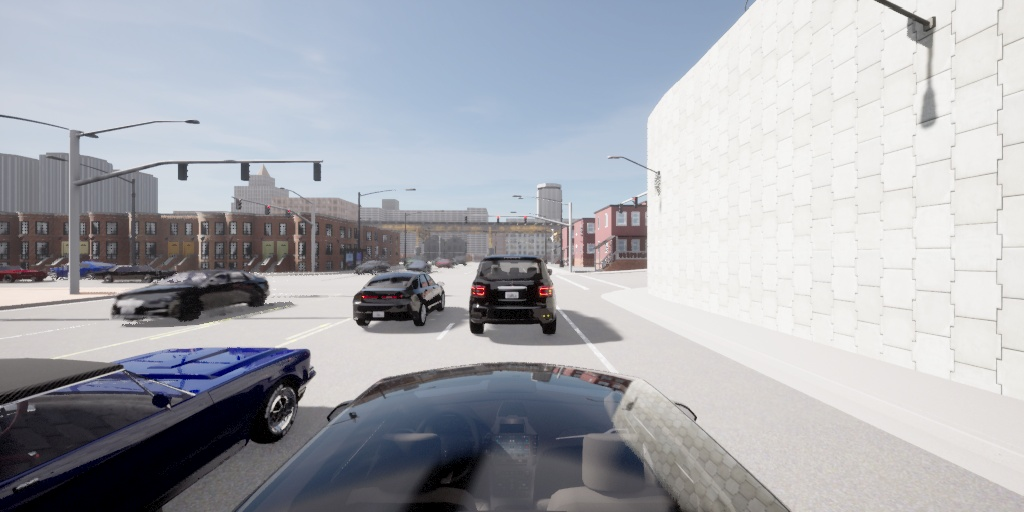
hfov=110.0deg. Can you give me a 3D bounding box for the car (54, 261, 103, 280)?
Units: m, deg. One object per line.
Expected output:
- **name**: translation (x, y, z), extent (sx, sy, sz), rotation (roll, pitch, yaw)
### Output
- **car**: translation (-36.530, 1.227, 30.719), extent (5.008, 1.535, 1.882), rotation (0, 0, 0)

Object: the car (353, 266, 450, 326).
- **car**: translation (-3.422, 1.255, 11.624), extent (1.837, 1.490, 4.892), rotation (0, 0, 0)

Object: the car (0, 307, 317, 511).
- **car**: translation (-3.397, 1.351, 2.370), extent (1.895, 1.301, 4.718), rotation (0, 0, 0)

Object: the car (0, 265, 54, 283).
- **car**: translation (-38.295, 1.351, 27.045), extent (4.718, 1.301, 1.895), rotation (0, 0, 0)

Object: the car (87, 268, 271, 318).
- **car**: translation (-10.602, 1.241, 12.348), extent (2.128, 1.511, 4.902), rotation (0, 0, 0)

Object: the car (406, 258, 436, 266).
- **car**: translation (-10.608, 1.297, 41.320), extent (2.033, 1.411, 5.357), rotation (0, 0, 0)

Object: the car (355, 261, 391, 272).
- **car**: translation (-14.678, 1.256, 38.088), extent (1.837, 1.490, 4.892), rotation (0, 0, 9)

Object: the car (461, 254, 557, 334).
- **car**: translation (0.062, 0.971, 10.734), extent (2.150, 2.045, 5.566), rotation (0, 0, 1)

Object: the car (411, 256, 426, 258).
- **car**: translation (-14.097, 0.971, 53.573), extent (2.150, 2.045, 5.566), rotation (0, 0, 0)

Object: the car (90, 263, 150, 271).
- **car**: translation (-28.178, 1.351, 27.081), extent (4.718, 1.301, 1.895), rotation (0, 0, 0)

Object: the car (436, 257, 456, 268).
- **car**: translation (-10.602, 1.228, 56.578), extent (1.882, 1.535, 5.008), rotation (0, 0, 0)
